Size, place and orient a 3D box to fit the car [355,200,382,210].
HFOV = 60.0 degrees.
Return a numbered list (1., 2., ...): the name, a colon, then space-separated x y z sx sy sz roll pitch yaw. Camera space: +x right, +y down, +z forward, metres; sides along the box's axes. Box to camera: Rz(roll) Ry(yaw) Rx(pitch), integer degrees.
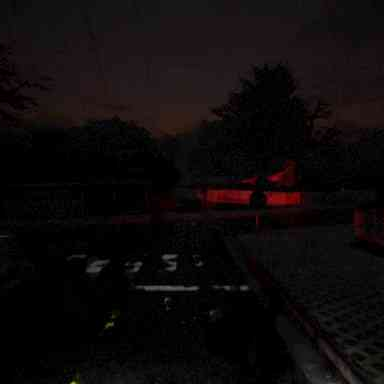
1. car: 15.089 1.323 26.893 4.181 1.385 1.994 -1 3 -32
